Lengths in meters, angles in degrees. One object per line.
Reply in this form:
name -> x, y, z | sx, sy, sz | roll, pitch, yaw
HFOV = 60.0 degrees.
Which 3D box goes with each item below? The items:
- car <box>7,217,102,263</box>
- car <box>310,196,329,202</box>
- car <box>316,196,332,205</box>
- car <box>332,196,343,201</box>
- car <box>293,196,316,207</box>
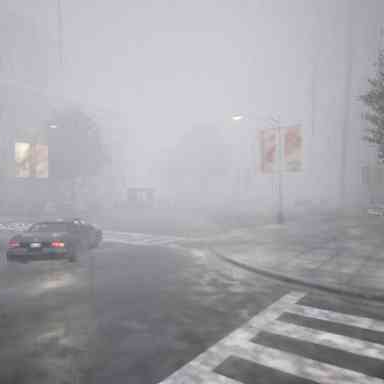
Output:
car -> -4.759, 1.630, 12.321 | 2.033, 1.411, 5.357 | -1, 0, -3
car -> 32.128, 1.693, 83.773 | 4.674, 1.452, 2.002 | 0, 0, -35
car -> 23.155, 1.477, 60.309 | 2.097, 1.767, 4.553 | -1, 0, 37
car -> 36.983, 1.752, 86.818 | 4.718, 1.301, 1.895 | 0, 0, -25
car -> 17.444, 1.688, 52.215 | 1.994, 1.385, 4.181 | -1, 0, 36
